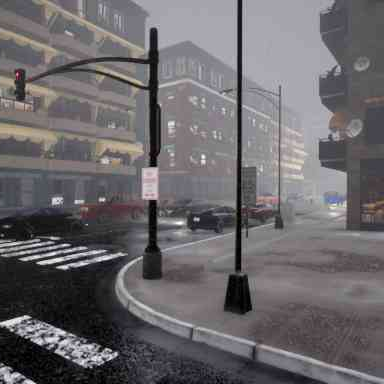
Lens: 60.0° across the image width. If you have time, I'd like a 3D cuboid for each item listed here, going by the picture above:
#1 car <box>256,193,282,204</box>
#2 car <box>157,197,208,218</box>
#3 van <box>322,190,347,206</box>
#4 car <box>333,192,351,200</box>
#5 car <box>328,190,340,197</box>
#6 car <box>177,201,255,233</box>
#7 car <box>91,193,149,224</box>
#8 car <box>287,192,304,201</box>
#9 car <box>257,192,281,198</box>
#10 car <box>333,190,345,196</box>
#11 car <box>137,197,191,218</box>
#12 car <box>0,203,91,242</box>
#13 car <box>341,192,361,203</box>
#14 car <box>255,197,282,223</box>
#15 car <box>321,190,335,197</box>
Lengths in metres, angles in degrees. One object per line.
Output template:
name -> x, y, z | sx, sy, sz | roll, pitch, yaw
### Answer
car -> 10.617, 0.881, 45.582 | 1.947, 1.339, 4.313 | 2, 2, 35
car -> -0.238, 1.164, 25.665 | 1.837, 1.490, 4.892 | 1, 1, 35
van -> 17.452, 0.721, 40.725 | 1.690, 1.788, 3.998 | 2, 2, 35
car -> 25.897, 0.696, 57.261 | 1.895, 1.301, 4.718 | 1, 1, 35
car -> 33.049, 0.337, 77.478 | 1.802, 1.307, 4.206 | 2, 2, 35
car -> 1.426, 1.348, 17.947 | 1.947, 1.339, 4.313 | 2, 2, 35
car -> -5.403, 1.031, 22.794 | 2.192, 1.841, 5.009 | 2, 2, 35
car -> 17.026, 0.720, 54.695 | 1.947, 1.339, 4.313 | 2, 2, 35
car -> 8.703, 0.788, 38.346 | 2.097, 1.767, 4.553 | 1, 1, 35
car -> 36.253, 0.257, 82.034 | 1.802, 1.307, 4.206 | 2, 2, 35
car -> -2.201, 1.181, 27.356 | 1.887, 1.381, 4.507 | 2, 2, 35
car -> -7.244, 1.411, 15.706 | 1.994, 1.385, 4.181 | 1, 2, 35
car -> 23.858, 0.764, 49.842 | 1.887, 1.381, 4.507 | 2, 2, 35
car -> 4.631, 1.283, 22.504 | 1.802, 1.307, 4.206 | 2, 2, 35
car -> 29.845, 0.379, 72.921 | 1.887, 1.381, 4.507 | 2, 2, 35
